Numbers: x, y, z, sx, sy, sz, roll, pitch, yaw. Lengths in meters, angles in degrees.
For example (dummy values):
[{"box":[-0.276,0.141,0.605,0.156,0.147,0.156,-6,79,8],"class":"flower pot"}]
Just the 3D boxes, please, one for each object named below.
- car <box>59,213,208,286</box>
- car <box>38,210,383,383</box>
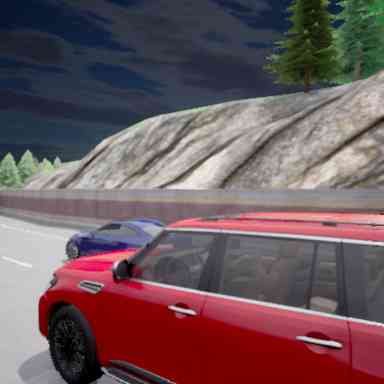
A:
[{"box":[-1.933,1.516,10.076,4.674,1.442,1.812,0,0,39],"class":"car"},{"box":[0.615,1.225,3.636,5.566,2.045,2.150,0,0,36],"class":"car"}]
